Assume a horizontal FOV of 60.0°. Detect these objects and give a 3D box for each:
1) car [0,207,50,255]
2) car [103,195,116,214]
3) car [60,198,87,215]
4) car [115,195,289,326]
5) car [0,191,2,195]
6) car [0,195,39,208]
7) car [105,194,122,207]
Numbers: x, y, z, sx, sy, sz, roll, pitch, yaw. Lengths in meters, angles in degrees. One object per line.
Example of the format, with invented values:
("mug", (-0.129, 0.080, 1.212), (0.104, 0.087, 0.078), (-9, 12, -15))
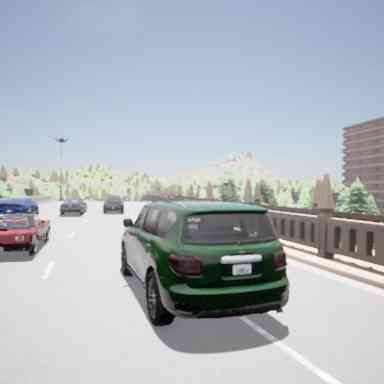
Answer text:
("car", (-6.526, 1.462, 12.375), (1.895, 1.301, 4.718), (1, 0, -16))
("car", (-7.569, 1.242, 32.168), (2.128, 1.511, 4.902), (1, 0, -12))
("car", (-10.655, 1.270, 30.105), (2.033, 1.411, 5.357), (1, 0, -12))
("car", (-0.185, 1.187, 7.326), (2.150, 2.045, 5.566), (1, 0, -20))
("car", (-23.290, 0.752, 37.752), (2.150, 2.045, 5.566), (1, 0, -12))
("car", (-13.230, 1.191, 25.592), (1.882, 1.535, 5.008), (1, 0, -13))
("car", (-10.301, 1.136, 43.952), (1.882, 1.535, 5.008), (1, 0, -11))
